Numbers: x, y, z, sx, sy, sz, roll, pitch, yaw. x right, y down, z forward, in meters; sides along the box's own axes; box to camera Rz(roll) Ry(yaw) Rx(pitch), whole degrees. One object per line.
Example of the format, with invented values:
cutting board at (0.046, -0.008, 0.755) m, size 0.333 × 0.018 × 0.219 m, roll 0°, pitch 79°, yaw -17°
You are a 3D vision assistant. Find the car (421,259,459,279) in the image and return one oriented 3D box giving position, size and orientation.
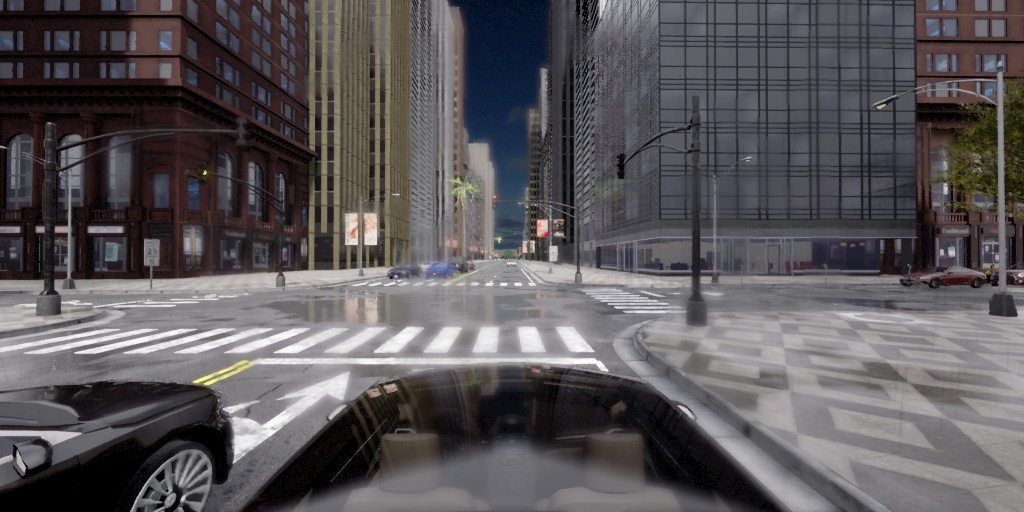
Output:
car at (-6.644, 1.291, 33.558) m, size 1.882 × 1.535 × 5.008 m, roll 0°, pitch 0°, yaw 2°

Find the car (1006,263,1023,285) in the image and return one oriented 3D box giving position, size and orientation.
car at (32.072, 1.118, 22.102) m, size 4.097 × 1.591 × 1.967 m, roll 0°, pitch 0°, yaw -1°

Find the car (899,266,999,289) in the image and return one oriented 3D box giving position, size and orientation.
car at (26.434, 1.276, 22.006) m, size 4.207 × 1.307 × 1.802 m, roll 0°, pitch 0°, yaw -1°

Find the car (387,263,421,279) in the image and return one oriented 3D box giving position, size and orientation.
car at (-9.864, 1.361, 33.528) m, size 2.033 × 1.411 × 5.357 m, roll 0°, pitch 0°, yaw 3°

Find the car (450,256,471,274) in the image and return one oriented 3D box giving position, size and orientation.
car at (-6.660, 1.067, 43.666) m, size 2.150 × 2.045 × 5.566 m, roll 0°, pitch 0°, yaw 0°

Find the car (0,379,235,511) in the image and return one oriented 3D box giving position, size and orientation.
car at (-3.138, 1.241, 0.918) m, size 2.128 × 1.511 × 4.902 m, roll 0°, pitch 0°, yaw -1°

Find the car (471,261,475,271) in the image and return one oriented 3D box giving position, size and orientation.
car at (-6.658, 1.411, 53.956) m, size 1.812 × 1.442 × 4.674 m, roll 0°, pitch 0°, yaw 0°
